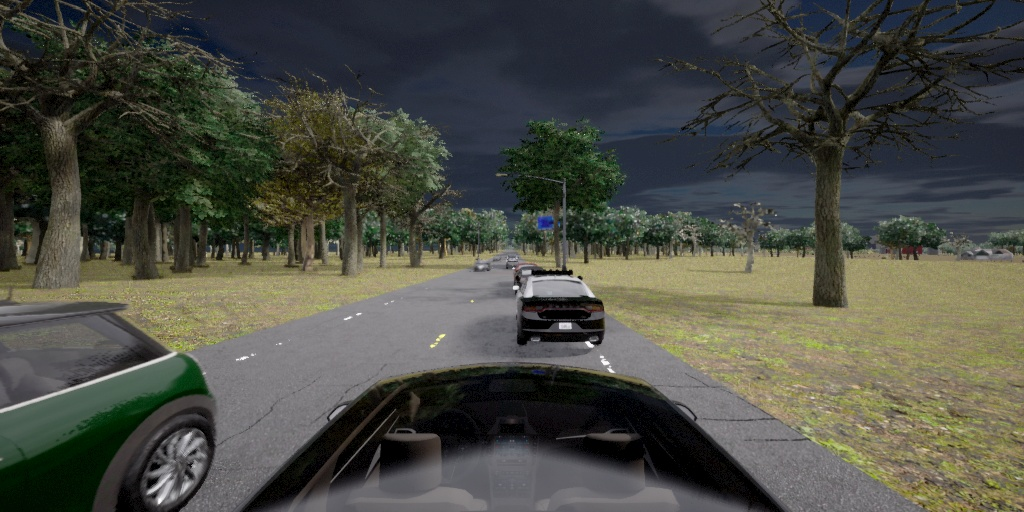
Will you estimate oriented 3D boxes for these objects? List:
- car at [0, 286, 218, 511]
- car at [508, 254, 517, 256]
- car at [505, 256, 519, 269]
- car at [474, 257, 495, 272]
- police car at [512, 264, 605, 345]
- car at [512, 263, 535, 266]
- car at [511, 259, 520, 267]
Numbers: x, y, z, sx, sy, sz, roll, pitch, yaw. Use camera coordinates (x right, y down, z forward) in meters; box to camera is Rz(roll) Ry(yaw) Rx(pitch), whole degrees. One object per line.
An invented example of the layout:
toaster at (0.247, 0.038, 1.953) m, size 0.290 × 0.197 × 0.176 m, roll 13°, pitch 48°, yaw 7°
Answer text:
car at (-3.602, 1.102, 1.155) m, size 2.097 × 1.767 × 4.553 m, roll 0°, pitch 0°, yaw 0°
car at (0.024, 0.721, 65.081) m, size 2.150 × 2.045 × 5.566 m, roll 0°, pitch 1°, yaw 0°
car at (0.086, 1.106, 52.447) m, size 2.128 × 1.511 × 4.902 m, roll 0°, pitch 0°, yaw 0°
car at (-3.584, 1.152, 43.836) m, size 2.128 × 1.511 × 4.902 m, roll 0°, pitch 0°, yaw 0°
police car at (1.052, 1.175, 9.652) m, size 1.930 × 1.638 × 5.238 m, roll 0°, pitch 0°, yaw 0°
car at (1.056, 1.274, 19.542) m, size 1.812 × 1.442 × 4.674 m, roll 0°, pitch 0°, yaw 0°
car at (1.058, 1.221, 25.540) m, size 1.882 × 1.535 × 5.008 m, roll 0°, pitch 0°, yaw 0°
